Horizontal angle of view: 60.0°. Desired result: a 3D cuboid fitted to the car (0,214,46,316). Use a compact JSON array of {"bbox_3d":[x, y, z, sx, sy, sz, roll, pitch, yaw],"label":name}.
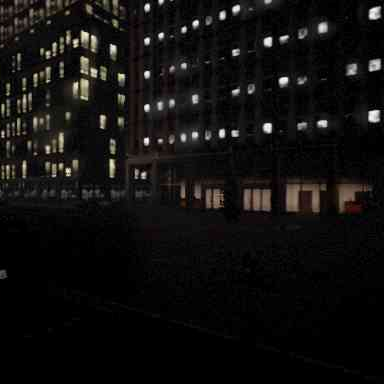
[{"bbox_3d":[-4.799,1.308,6.292,5.009,1.841,2.192,0,0,36],"label":"car"}]
